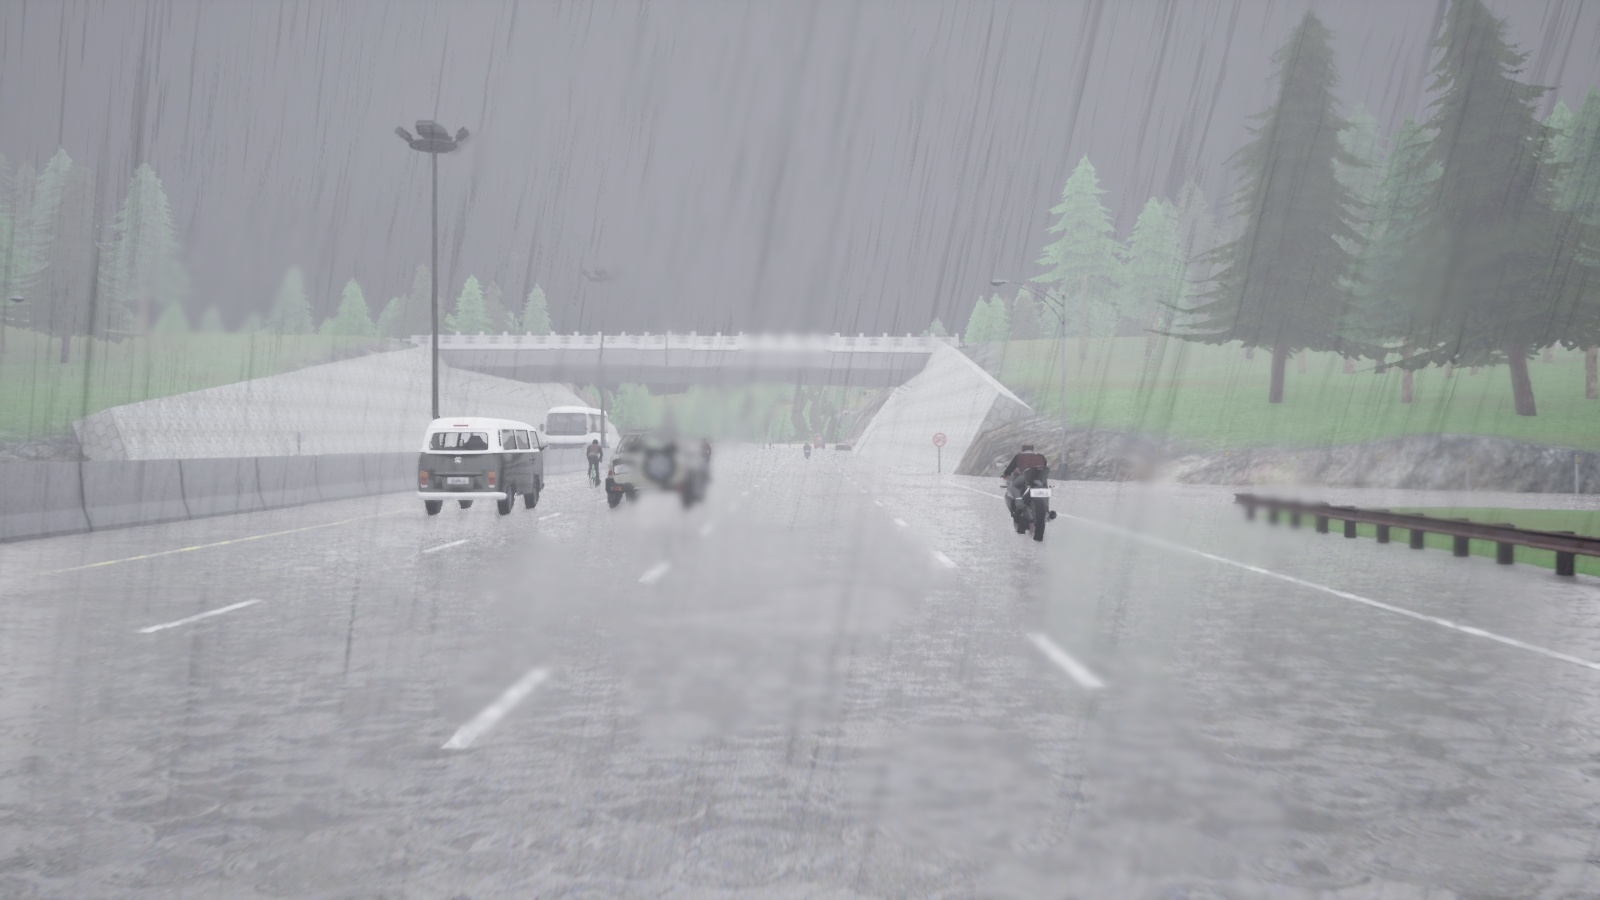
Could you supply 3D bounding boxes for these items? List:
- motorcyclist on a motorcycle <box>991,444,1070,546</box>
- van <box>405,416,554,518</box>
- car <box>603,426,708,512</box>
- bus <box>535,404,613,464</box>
[{"bbox_3d":[3.629,0.672,19.967,0.866,1.530,2.191,0,0,0],"label":"motorcyclist on a motorcycle"},{"bbox_3d":[-6.829,0.313,27.303,2.069,2.038,4.480,0,1,0],"label":"van"},{"bbox_3d":[-3.316,0.394,29.643,1.932,1.855,4.605,0,1,0],"label":"car"},{"bbox_3d":[-16.943,-1.179,95.024,3.944,4.253,10.273,0,0,0],"label":"bus"}]
